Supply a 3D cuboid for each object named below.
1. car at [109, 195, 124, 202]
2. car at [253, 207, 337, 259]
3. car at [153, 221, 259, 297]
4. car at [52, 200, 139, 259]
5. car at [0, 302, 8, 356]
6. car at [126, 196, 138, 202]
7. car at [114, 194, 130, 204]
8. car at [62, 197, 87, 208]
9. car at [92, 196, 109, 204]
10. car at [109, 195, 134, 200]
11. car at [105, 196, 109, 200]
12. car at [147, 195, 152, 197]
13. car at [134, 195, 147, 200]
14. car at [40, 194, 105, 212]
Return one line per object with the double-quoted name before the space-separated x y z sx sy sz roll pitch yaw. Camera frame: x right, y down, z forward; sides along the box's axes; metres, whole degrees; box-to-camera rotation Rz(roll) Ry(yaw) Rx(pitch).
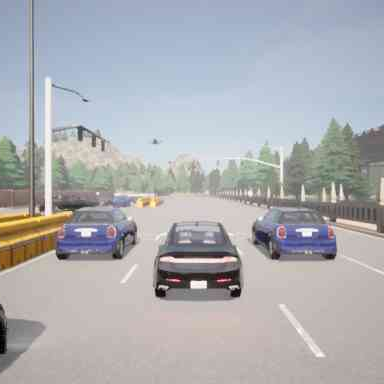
"car" -17.200 1.509 76.103 2.128 1.511 4.902 0 0 0
"car" 3.647 1.349 12.652 2.097 1.767 4.553 0 0 0
"car" 0.132 1.490 8.540 2.128 1.511 4.902 0 0 0
"car" -3.401 1.349 12.675 2.097 1.767 4.553 0 0 -1
"car" -3.387 1.351 2.384 2.097 1.767 4.553 0 0 0
"car" -13.697 1.536 76.729 1.994 1.385 4.181 0 0 0
"car" -13.764 1.337 65.574 2.097 1.767 4.553 0 0 1
"car" -17.411 1.493 49.393 1.837 1.490 4.892 0 0 1
"car" -17.285 1.492 63.331 1.837 1.490 4.892 0 0 1
"car" -10.393 1.467 49.267 1.882 1.535 5.008 0 0 0
"car" -13.864 1.514 52.983 1.812 1.442 4.674 0 0 1
"car" -10.197 1.508 76.746 2.128 1.511 4.902 0 0 0
"car" -10.290 1.512 63.736 1.812 1.442 4.674 0 0 1
"car" -11.671 1.215 32.195 5.566 2.045 2.150 0 0 -25
